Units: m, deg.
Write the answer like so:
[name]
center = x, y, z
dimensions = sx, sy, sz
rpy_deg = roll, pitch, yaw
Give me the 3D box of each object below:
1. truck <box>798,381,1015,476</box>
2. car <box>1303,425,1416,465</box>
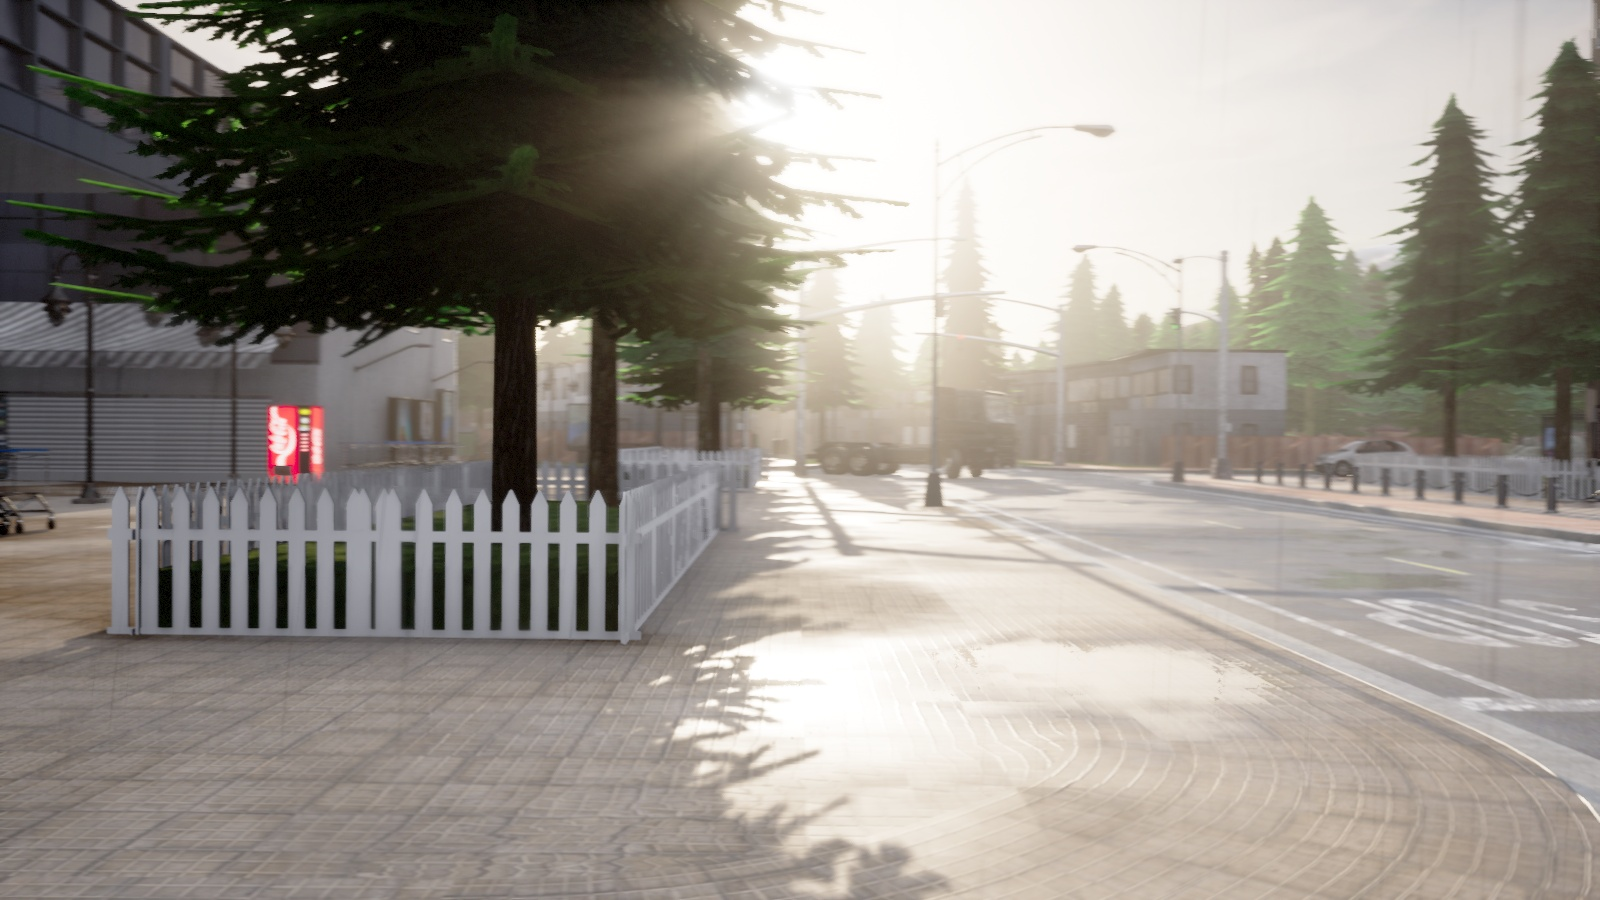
[truck]
center = 4.085, -0.785, 48.833
dimensions = 7.936, 3.462, 2.891
rpy_deg = 0, 0, 29
[car]
center = 23.855, -0.223, 53.610
dimensions = 3.988, 1.617, 1.851
rpy_deg = -1, 1, 1
